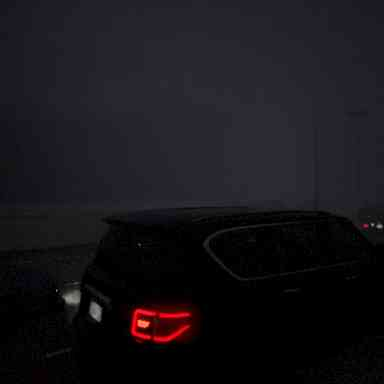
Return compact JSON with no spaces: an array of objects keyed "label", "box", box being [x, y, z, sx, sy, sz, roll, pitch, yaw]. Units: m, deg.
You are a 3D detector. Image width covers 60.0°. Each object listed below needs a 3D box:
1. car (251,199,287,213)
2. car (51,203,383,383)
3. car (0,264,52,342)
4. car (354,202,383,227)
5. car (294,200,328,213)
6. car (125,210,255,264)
[{"label":"car","box":[9.383,1.624,40.302,1.882,1.535,5.008,0,0,43]},{"label":"car","box":[1.226,1.239,4.782,5.566,2.045,2.150,0,0,-37]},{"label":"car","box":[-4.749,1.558,4.723,5.357,1.411,2.033,0,0,-35]},{"label":"car","box":[14.091,1.579,24.938,5.008,1.535,1.882,0,0,-44]},{"label":"car","box":[14.597,1.702,40.707,2.033,1.411,5.357,0,0,43]},{"label":"car","box":[0.085,1.548,12.759,4.892,1.490,1.837,0,0,-38]}]
